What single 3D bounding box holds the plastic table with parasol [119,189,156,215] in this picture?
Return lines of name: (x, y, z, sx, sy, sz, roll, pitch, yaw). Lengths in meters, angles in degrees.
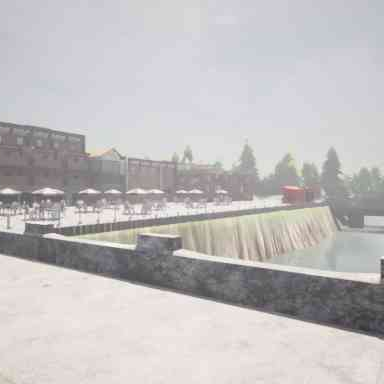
plastic table with parasol: (-5.297, 0.925, 32.509, 2.482, 2.480, 2.482, 0, 0, 35)
